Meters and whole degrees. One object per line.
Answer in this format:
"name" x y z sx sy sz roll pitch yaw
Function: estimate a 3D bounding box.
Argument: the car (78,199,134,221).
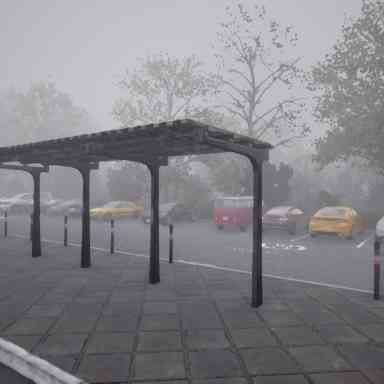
"car" -6.085 1.414 26.775 1.946 1.575 5.366 0 0 35

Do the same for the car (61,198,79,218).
"car" -8.224 1.433 28.557 2.163 1.488 4.792 0 0 35

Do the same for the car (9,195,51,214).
"car" -15.028 1.362 33.356 2.097 1.535 5.008 0 0 35

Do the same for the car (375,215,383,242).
"car" 9.867 1.556 15.681 2.002 1.452 4.674 0 0 35

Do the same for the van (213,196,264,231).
"van" 3.145 1.247 20.596 1.878 1.987 4.442 0 0 35

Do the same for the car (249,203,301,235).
"car" 5.337 1.527 18.894 2.002 1.452 4.674 0 0 35

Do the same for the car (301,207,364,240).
"car" 7.602 1.501 17.285 2.097 1.535 5.008 0 0 35

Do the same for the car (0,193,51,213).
"car" -17.311 1.097 34.934 2.435 2.045 5.566 0 0 35

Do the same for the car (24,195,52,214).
"car" -12.764 1.376 31.750 2.097 1.535 5.008 0 0 35

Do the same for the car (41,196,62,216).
"car" -10.500 1.391 30.144 2.231 1.521 4.892 0 0 35

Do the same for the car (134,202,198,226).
"car" -1.467 1.475 23.690 2.163 1.488 4.792 0 0 35
